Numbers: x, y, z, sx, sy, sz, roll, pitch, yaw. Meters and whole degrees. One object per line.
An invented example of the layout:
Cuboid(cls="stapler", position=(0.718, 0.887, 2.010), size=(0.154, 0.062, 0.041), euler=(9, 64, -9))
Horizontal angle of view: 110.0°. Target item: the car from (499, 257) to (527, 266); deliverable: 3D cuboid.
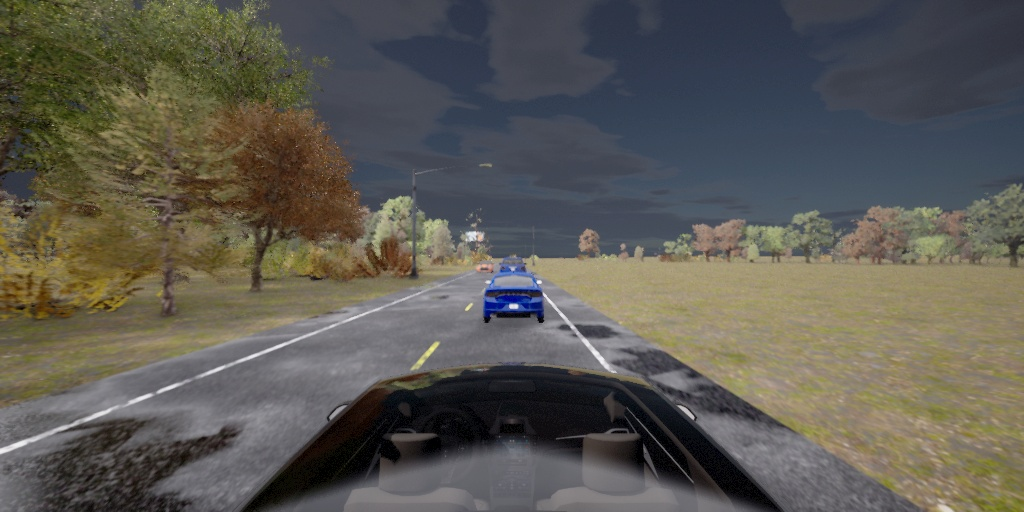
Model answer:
Cuboid(cls="car", position=(0.078, 1.152, 30.867), size=(2.150, 2.045, 5.566), euler=(0, -1, 0))

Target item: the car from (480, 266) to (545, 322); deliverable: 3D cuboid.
Cuboid(cls="car", position=(0.065, 1.296, 12.733), size=(1.882, 1.535, 5.008), euler=(0, 0, 0))

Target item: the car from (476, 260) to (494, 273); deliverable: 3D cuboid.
Cuboid(cls="car", position=(-3.597, 1.394, 48.560), size=(2.097, 1.767, 4.553), euler=(0, 0, 0))
